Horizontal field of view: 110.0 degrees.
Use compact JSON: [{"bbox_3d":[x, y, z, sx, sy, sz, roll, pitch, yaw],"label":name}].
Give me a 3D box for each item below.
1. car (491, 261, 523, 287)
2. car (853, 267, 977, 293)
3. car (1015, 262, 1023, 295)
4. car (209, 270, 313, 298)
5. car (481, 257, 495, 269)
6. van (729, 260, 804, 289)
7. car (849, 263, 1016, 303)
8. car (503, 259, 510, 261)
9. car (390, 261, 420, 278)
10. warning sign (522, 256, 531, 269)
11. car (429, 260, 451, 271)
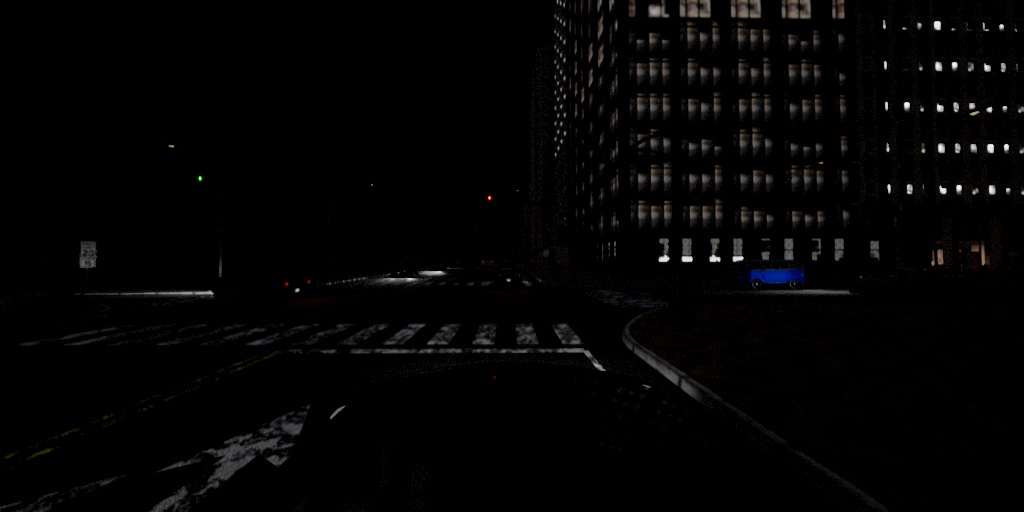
[{"bbox_3d":[-0.249,1.300,24.402,1.812,1.442,4.674,0,0,-1],"label":"car"},{"bbox_3d":[21.982,1.263,19.675,4.718,1.301,1.895,0,-2,-2],"label":"car"},{"bbox_3d":[21.553,0.952,14.229,4.097,1.591,1.967,0,0,-2],"label":"car"},{"bbox_3d":[-12.555,1.377,17.930,4.718,1.301,1.895,-1,-1,15],"label":"car"},{"bbox_3d":[-4.198,1.127,62.257,2.150,2.045,5.566,0,0,-1],"label":"car"},{"bbox_3d":[15.633,1.108,22.088,3.998,1.789,1.690,0,0,-2],"label":"van"},{"bbox_3d":[16.141,1.066,14.077,4.829,1.417,1.751,0,0,-2],"label":"car"},{"bbox_3d":[-0.948,1.383,62.277,1.882,1.535,5.008,0,0,-1],"label":"car"},{"bbox_3d":[-10.364,1.300,35.042,1.837,1.490,4.892,0,0,-1],"label":"car"},{"bbox_3d":[2.084,0.964,50.818,1.300,1.860,1.060,0,0,-1],"label":"warning sign"},{"bbox_3d":[-10.613,1.343,51.435,2.128,1.511,4.902,0,0,-1],"label":"car"}]
